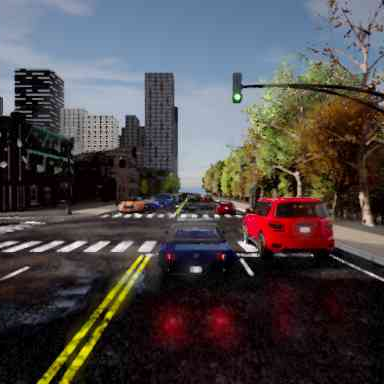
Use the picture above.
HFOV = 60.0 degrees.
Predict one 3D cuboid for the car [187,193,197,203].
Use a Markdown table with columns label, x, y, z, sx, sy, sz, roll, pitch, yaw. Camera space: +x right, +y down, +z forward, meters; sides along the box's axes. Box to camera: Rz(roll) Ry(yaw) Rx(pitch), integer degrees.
| label | x | y | z | sx | sy | sz | roll | pitch | yaw |
| --- | --- | --- | --- | --- | --- | --- | --- | --- | --- |
| car | 0.002 | 1.487 | 68.375 | 2.033 | 1.411 | 5.357 | 0 | 0 | 0 |

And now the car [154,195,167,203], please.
| label | x | y | z | sx | sy | sz | roll | pitch | yaw |
| --- | --- | --- | --- | --- | --- | --- | --- | --- | --- |
| car | -6.496 | 1.458 | 68.603 | 2.128 | 1.511 | 4.902 | 0 | 0 | 0 |

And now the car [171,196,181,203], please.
| label | x | y | z | sx | sy | sz | roll | pitch | yaw |
| --- | --- | --- | --- | --- | --- | --- | --- | --- | --- |
| car | -3.245 | 1.531 | 69.839 | 1.895 | 1.301 | 4.718 | 0 | 0 | 0 |

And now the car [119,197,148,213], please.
| label | x | y | z | sx | sy | sz | roll | pitch | yaw |
| --- | --- | --- | --- | --- | --- | --- | --- | --- | --- |
| car | -6.620 | 1.324 | 37.041 | 2.097 | 1.767 | 4.553 | 0 | 0 | 1 |

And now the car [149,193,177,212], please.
| label | x | y | z | sx | sy | sz | roll | pitch | yaw |
| --- | --- | --- | --- | --- | --- | --- | --- | --- | --- |
| car | -3.336 | 1.192 | 39.197 | 2.150 | 2.045 | 5.566 | 0 | 0 | 0 |

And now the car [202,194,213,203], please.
| label | x | y | z | sx | sy | sz | roll | pitch | yaw |
| --- | --- | --- | --- | --- | --- | --- | --- | --- | --- |
| car | 3.252 | 1.293 | 68.761 | 2.097 | 1.767 | 4.553 | 0 | 0 | 0 |

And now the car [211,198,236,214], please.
| label | x | y | z | sx | sy | sz | roll | pitch | yaw |
| --- | --- | --- | --- | --- | --- | --- | --- | --- | --- |
| car | 3.353 | 1.538 | 34.349 | 1.994 | 1.385 | 4.181 | 0 | 0 | 0 |

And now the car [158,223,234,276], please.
| label | x | y | z | sx | sy | sz | roll | pitch | yaw |
| --- | --- | --- | --- | --- | --- | --- | --- | --- | --- |
| car | 0.102 | 1.594 | 10.294 | 1.895 | 1.301 | 4.718 | 0 | 0 | 0 |

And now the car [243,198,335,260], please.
| label | x | y | z | sx | sy | sz | roll | pitch | yaw |
| --- | --- | --- | --- | --- | --- | --- | --- | --- | --- |
| car | 3.352 | 1.213 | 12.527 | 2.150 | 2.045 | 5.566 | 0 | 0 | 0 |

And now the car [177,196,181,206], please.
| label | x | y | z | sx | sy | sz | roll | pitch | yaw |
| --- | --- | --- | --- | --- | --- | --- | --- | --- | --- |
| car | -3.294 | 1.307 | 54.873 | 2.097 | 1.767 | 4.553 | 0 | 0 | 0 |

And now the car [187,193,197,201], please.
| label | x | y | z | sx | sy | sz | roll | pitch | yaw |
| --- | --- | --- | --- | --- | --- | --- | --- | --- | --- |
| car | 0.003 | 1.120 | 78.763 | 2.097 | 1.767 | 4.553 | 0 | 0 | 0 |
